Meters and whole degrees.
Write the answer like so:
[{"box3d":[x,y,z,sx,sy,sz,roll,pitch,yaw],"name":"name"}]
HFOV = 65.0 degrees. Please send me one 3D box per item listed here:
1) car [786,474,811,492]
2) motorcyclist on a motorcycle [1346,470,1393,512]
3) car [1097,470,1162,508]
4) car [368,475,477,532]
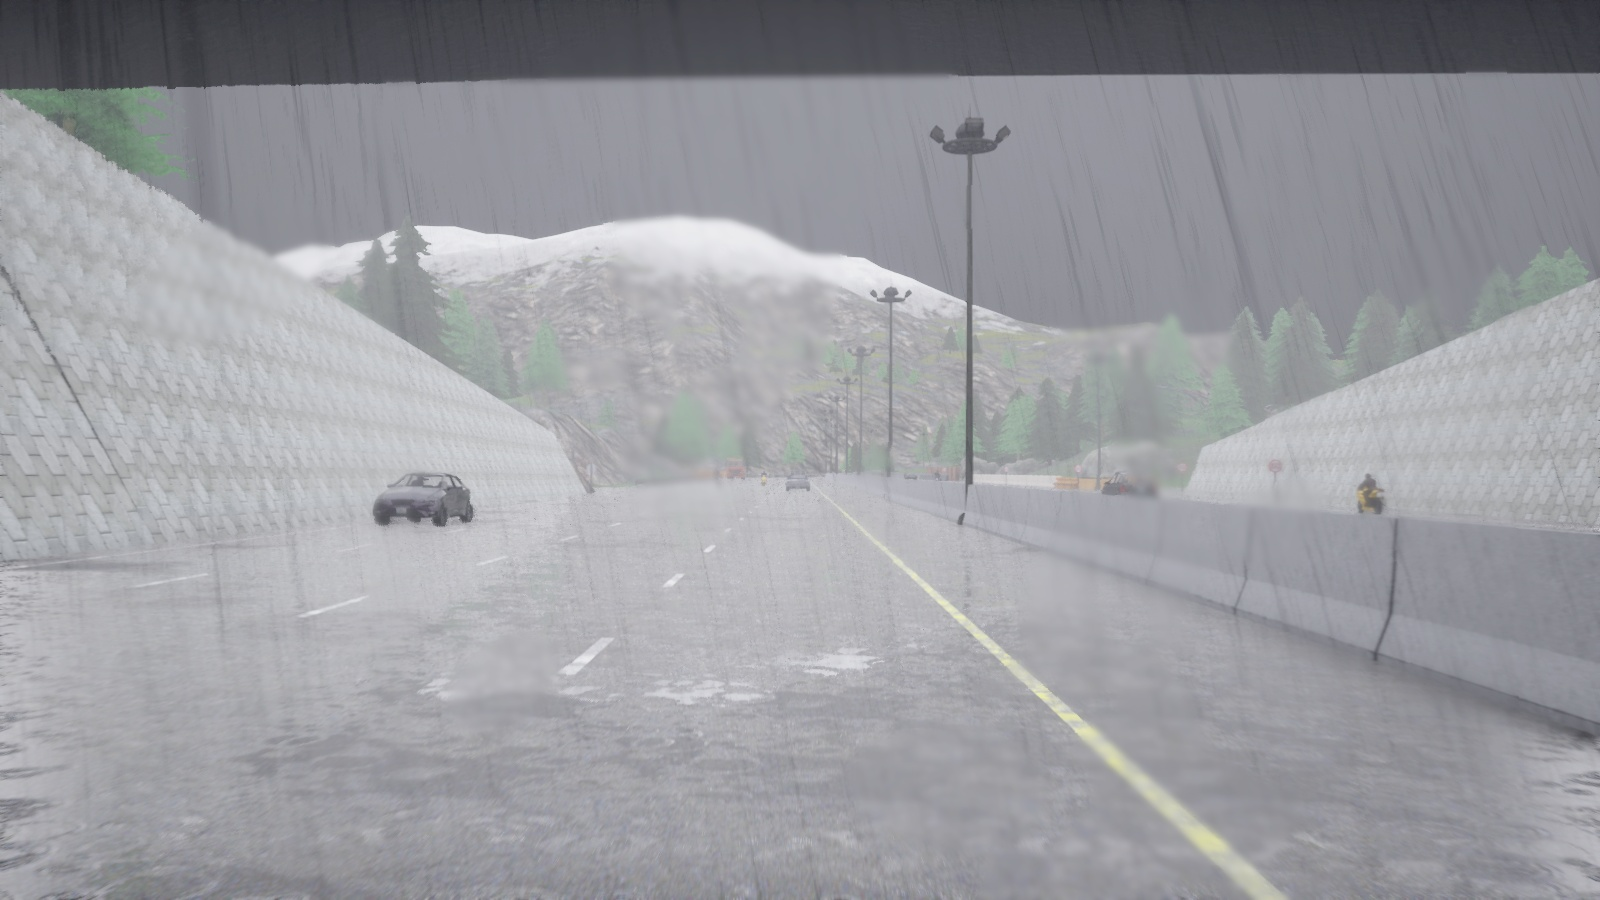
[{"box3d":[-0.138,2.559,98.178,1.895,1.301,4.718,0,-1,0],"name":"car"},{"box3d":[20.931,1.487,46.214,0.797,1.523,2.044,0,-1,0],"name":"motorcyclist on a motorcycle"},{"box3d":[13.921,1.629,53.274,1.789,1.549,3.705,0,-1,0],"name":"car"},{"box3d":[-10.554,1.463,35.375,1.816,1.474,4.193,0,-1,0],"name":"car"}]
